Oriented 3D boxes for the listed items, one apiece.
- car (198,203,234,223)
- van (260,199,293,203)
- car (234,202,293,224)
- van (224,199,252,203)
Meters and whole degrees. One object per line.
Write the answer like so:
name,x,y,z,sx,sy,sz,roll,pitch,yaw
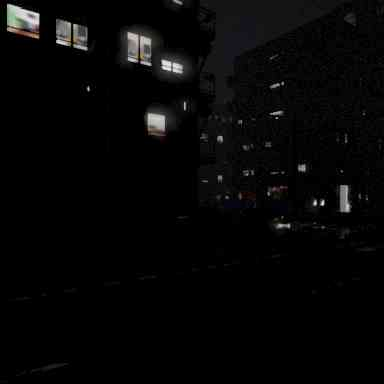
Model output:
car,1.744,1.874,28.641,1.802,1.307,4.206,-1,0,-36
van,8.479,1.602,33.564,1.690,1.788,3.998,-1,0,-36
car,5.843,1.802,27.391,1.994,1.385,4.181,0,-1,-36
van,5.160,1.676,38.077,1.690,1.788,3.998,-1,0,-36
